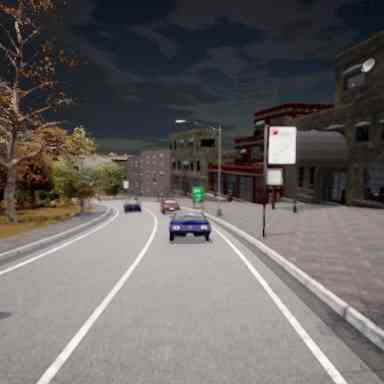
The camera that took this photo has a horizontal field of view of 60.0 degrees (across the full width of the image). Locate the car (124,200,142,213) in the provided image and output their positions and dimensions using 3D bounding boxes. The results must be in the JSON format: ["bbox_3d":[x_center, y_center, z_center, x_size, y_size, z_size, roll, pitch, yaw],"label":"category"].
[{"bbox_3d":[-6.452,1.594,36.265,1.895,1.301,4.718,-1,0,-11],"label":"car"}]

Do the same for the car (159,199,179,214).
[{"bbox_3d":[-2.337,1.449,34.341,1.812,1.442,4.674,-1,0,-10],"label":"car"}]

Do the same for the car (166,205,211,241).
[{"bbox_3d":[-0.203,1.562,16.589,1.895,1.301,4.718,0,0,-3],"label":"car"}]

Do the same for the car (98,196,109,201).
[{"bbox_3d":[-20.142,1.332,75.315,2.097,1.767,4.553,-3,1,-26],"label":"car"}]
